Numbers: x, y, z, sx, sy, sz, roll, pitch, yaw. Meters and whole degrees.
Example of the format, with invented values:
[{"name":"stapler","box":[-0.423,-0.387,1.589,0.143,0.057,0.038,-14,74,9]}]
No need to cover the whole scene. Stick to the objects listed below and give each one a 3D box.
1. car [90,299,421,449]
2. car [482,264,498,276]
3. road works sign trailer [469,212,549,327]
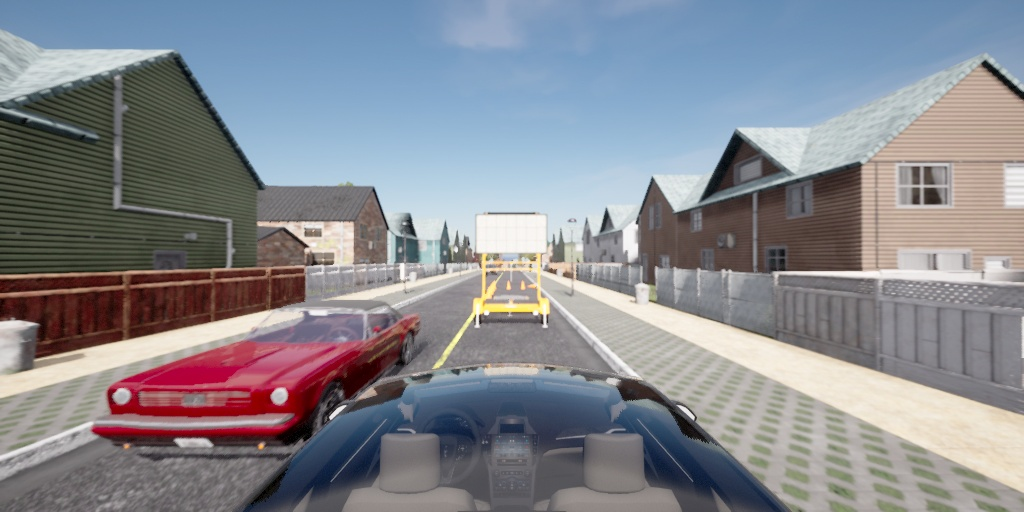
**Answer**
[{"name":"car","box":[-2.857,1.393,5.424,1.895,1.301,4.718,0,-1,0]},{"name":"car","box":[-2.957,1.914,49.330,1.837,1.490,4.892,0,-1,0]},{"name":"road works sign trailer","box":[-0.018,0.332,11.970,2.380,3.560,2.880,0,0,0]}]
